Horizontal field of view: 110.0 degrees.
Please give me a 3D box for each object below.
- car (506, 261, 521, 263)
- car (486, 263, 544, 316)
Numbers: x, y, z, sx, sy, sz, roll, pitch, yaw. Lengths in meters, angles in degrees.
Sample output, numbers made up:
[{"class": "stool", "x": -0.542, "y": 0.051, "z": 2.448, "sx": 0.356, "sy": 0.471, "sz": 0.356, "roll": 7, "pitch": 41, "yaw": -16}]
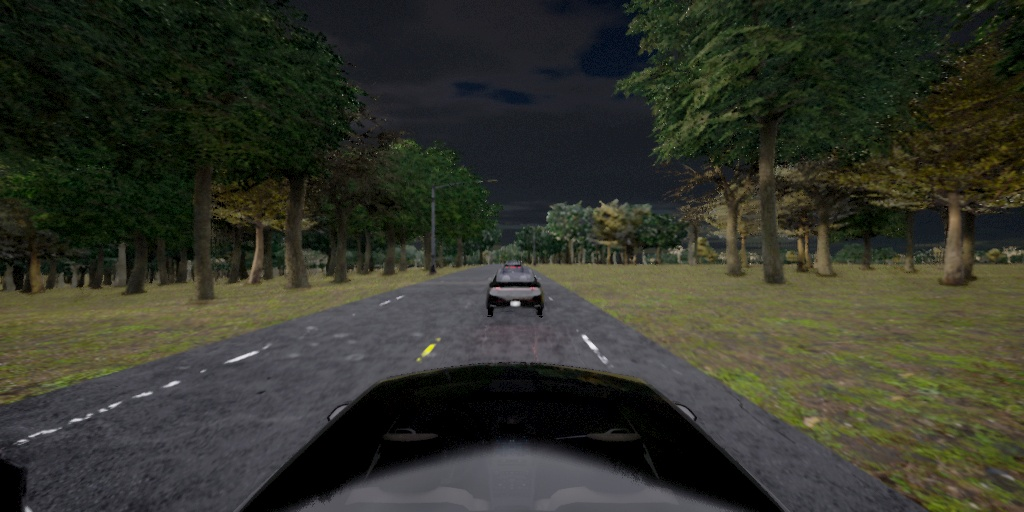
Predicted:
[{"class": "car", "x": 0.109, "y": 1.191, "z": 32.936, "sx": 2.128, "sy": 1.511, "sz": 4.902, "roll": 0, "pitch": 0, "yaw": 0}, {"class": "car", "x": 0.101, "y": 1.193, "z": 13.031, "sx": 2.128, "sy": 1.511, "sz": 4.902, "roll": 0, "pitch": 0, "yaw": 0}]
